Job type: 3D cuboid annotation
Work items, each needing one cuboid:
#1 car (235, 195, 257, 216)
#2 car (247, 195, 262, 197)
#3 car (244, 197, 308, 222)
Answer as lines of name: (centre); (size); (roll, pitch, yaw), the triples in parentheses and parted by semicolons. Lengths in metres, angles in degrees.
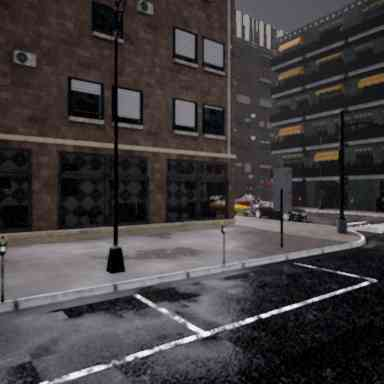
car: (3.122, 1.237, 28.643); (1.752, 1.417, 4.829); (1, 0, -36)
car: (6.519, 1.080, 38.195); (1.967, 1.590, 4.097); (1, 0, -36)
car: (6.308, 1.338, 24.287); (2.008, 1.369, 4.403); (1, 0, -36)
